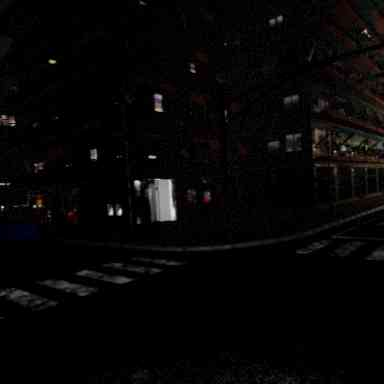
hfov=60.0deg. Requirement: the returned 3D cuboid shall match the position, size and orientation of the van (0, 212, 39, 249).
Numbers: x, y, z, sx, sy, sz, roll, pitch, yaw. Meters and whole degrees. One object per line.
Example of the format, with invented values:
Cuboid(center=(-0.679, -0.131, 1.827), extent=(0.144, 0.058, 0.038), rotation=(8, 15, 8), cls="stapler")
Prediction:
Cuboid(center=(-9.776, 1.978, 17.782), extent=(3.998, 1.788, 1.690), rotation=(-4, 1, 41), cls="van")
